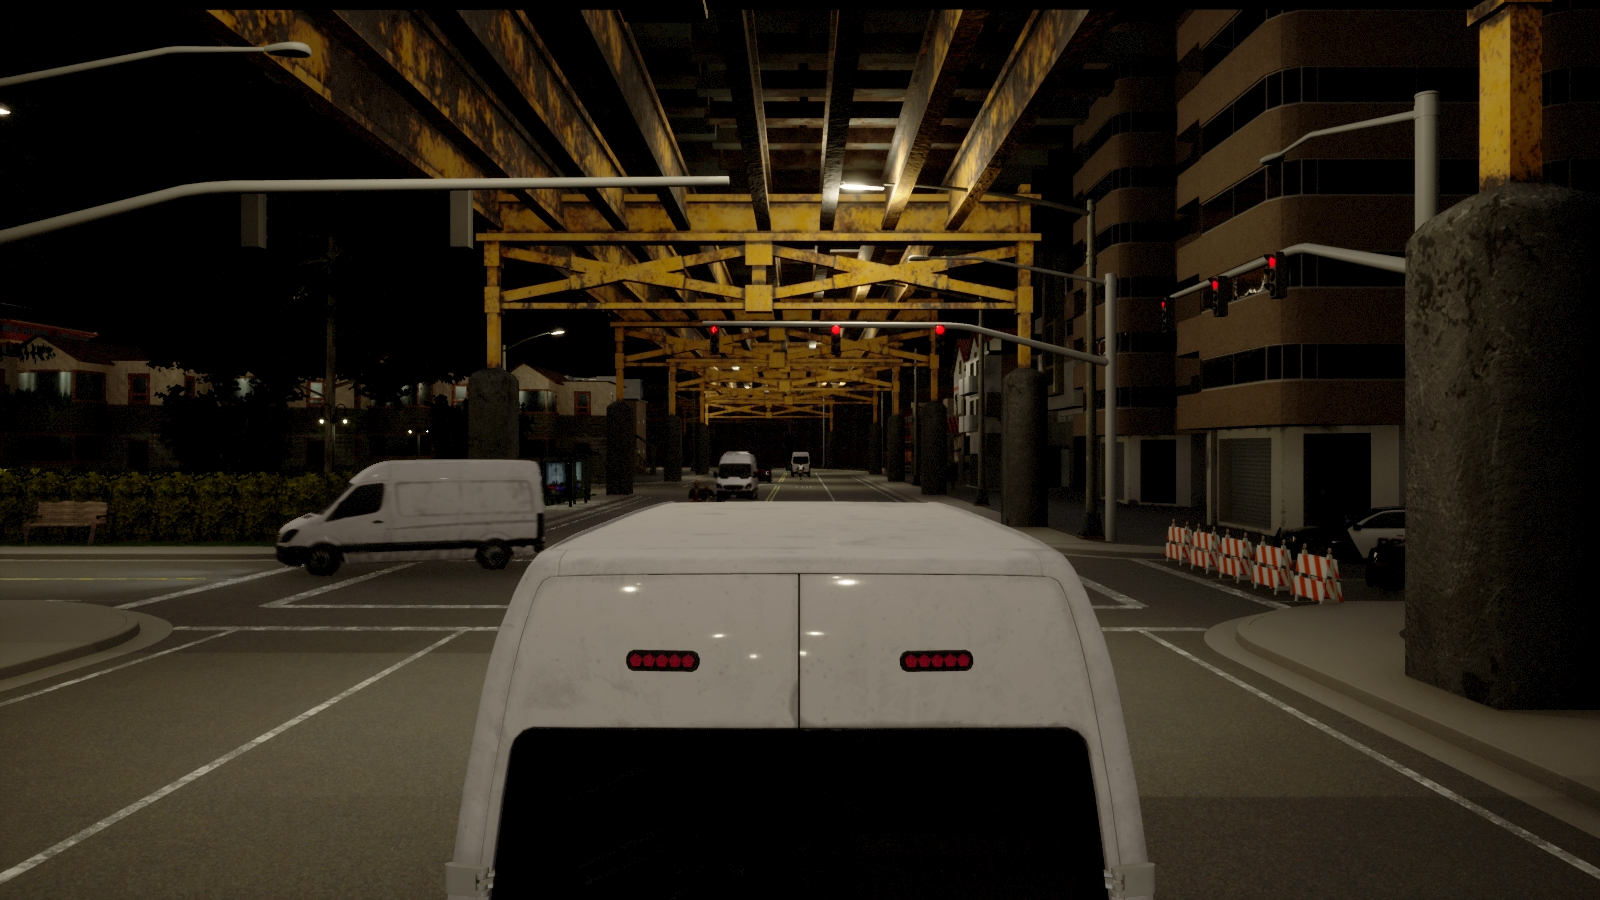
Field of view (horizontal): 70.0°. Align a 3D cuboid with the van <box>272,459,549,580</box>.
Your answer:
[{"bbox_3d":[-9.011,1.522,26.745,5.915,2.561,1.988,0,1,-20],"label":"van"}]

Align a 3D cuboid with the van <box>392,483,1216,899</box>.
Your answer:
[{"bbox_3d":[0.015,1.531,5.717,1.988,2.561,5.915,0,0,0],"label":"van"}]

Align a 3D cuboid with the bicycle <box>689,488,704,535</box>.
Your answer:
[{"bbox_3d":[-3.464,2.031,38.221,0.329,1.496,1.835,0,0,0],"label":"bicycle"}]
